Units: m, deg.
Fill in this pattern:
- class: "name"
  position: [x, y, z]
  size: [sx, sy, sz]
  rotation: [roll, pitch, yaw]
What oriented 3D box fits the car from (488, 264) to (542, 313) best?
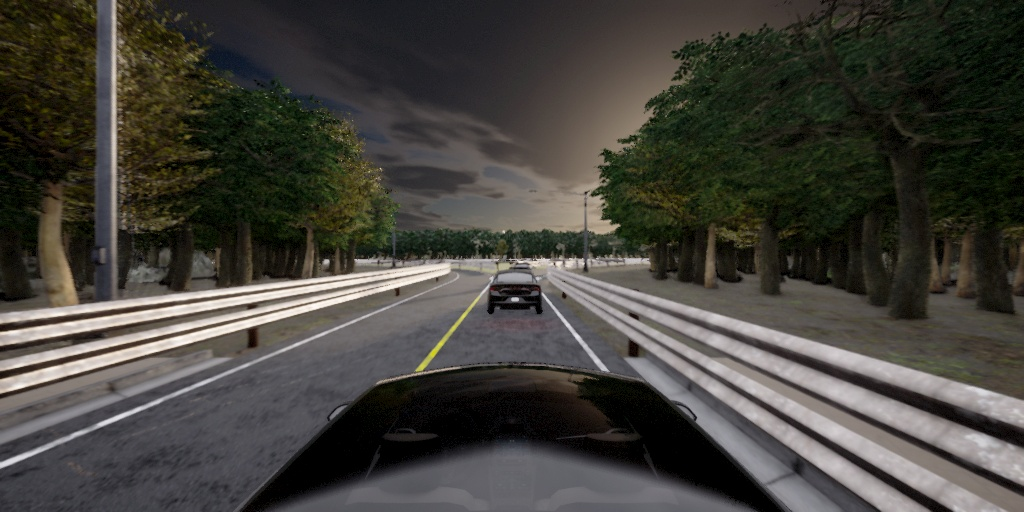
- class: "car"
  position: [0.112, 1.258, 14.129]
  size: [1.882, 1.535, 5.008]
  rotation: [0, 0, 0]
